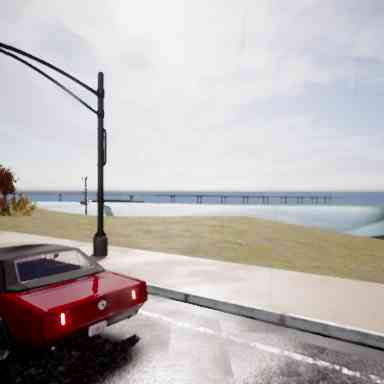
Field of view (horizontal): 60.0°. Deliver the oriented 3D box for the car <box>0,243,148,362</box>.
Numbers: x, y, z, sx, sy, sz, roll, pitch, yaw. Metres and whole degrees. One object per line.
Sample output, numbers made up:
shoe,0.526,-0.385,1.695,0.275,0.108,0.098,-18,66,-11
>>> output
car,-3.107,1.599,5.902,4.718,1.301,1.895,0,0,36
